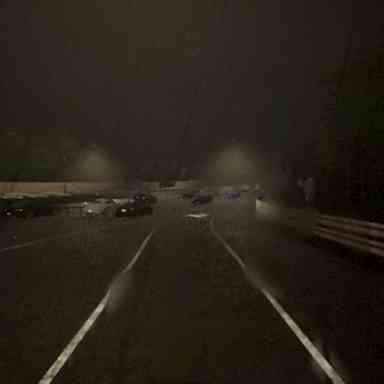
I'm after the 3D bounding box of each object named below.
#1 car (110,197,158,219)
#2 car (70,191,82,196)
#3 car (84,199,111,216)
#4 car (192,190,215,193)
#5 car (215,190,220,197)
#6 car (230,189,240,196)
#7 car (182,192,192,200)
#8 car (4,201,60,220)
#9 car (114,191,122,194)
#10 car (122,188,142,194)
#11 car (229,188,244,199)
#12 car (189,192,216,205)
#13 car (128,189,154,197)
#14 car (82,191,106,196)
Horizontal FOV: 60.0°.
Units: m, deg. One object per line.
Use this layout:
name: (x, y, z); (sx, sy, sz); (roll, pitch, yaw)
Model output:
car: (-4.801, 1.429, 28.376); (1.994, 1.385, 4.181); (0, 1, 18)
car: (-21.938, 0.616, 65.528); (1.882, 1.535, 5.008); (0, 1, 18)
car: (-7.878, 1.351, 30.215); (1.812, 1.442, 4.674); (0, 1, 18)
car: (2.208, 0.614, 60.511); (2.097, 1.767, 4.553); (0, 1, 18)
car: (5.363, 0.196, 81.345); (2.097, 1.767, 4.553); (0, 1, 18)
car: (11.674, 0.105, 89.441); (1.837, 1.490, 4.892); (0, 2, 18)
car: (-0.354, 0.700, 63.918); (1.837, 1.490, 4.892); (0, 1, 18)
car: (-12.722, 1.411, 26.734); (1.812, 1.442, 4.674); (0, 1, 18)
car: (-16.984, 0.396, 80.569); (2.033, 1.411, 5.357); (0, 1, 18)
car: (-13.658, 0.106, 79.470); (2.150, 2.045, 5.566); (0, 1, 18)
car: (9.063, 0.565, 70.137); (1.882, 1.535, 5.008); (0, 1, 18)
car: (1.533, 1.112, 47.378); (1.895, 1.301, 4.718); (0, 1, 18)
car: (-6.421, 0.886, 45.646); (2.097, 1.767, 4.553); (0, 1, 18)
car: (-18.605, 0.663, 64.471); (1.837, 1.490, 4.892); (1, 1, 19)
